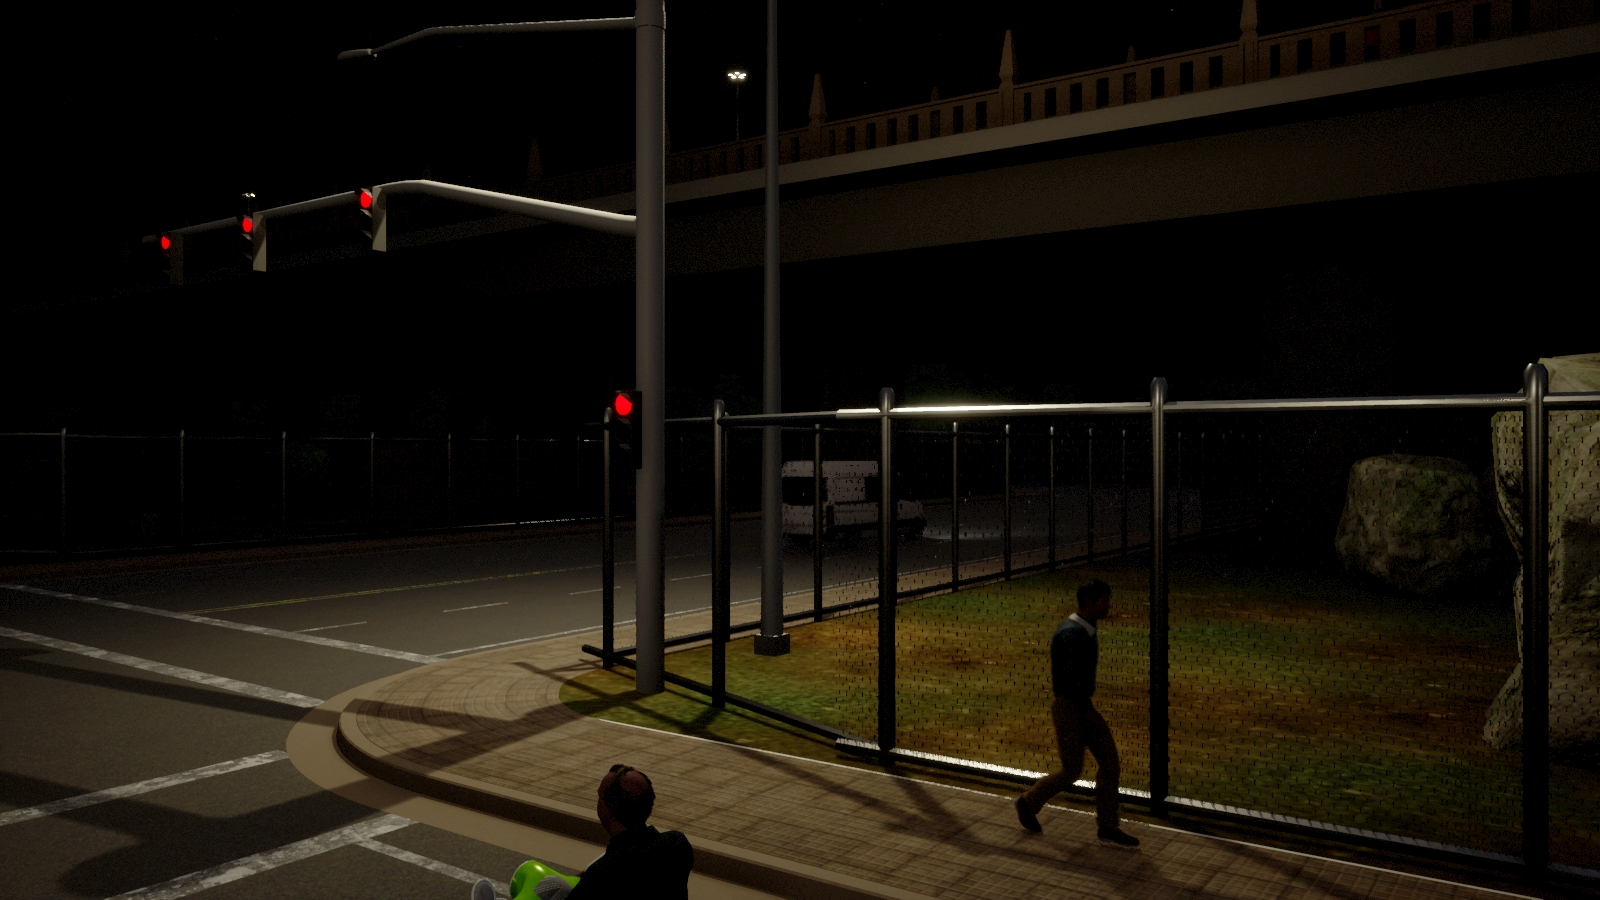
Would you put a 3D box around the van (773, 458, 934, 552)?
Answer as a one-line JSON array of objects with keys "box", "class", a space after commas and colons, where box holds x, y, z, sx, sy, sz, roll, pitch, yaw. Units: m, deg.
[{"box": [1.747, 1.534, 34.627, 1.988, 2.561, 5.915, 0, 0, 35], "class": "van"}]

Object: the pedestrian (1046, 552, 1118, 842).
[{"box": [1.916, 1.643, 7.757, 0.375, 1.860, 0.375, 0, 0, 33], "class": "pedestrian"}]

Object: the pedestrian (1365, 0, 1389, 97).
[{"box": [11.928, -8.303, 23.617, 0.375, 1.860, 0.375, 0, 0, 35], "class": "pedestrian"}]
